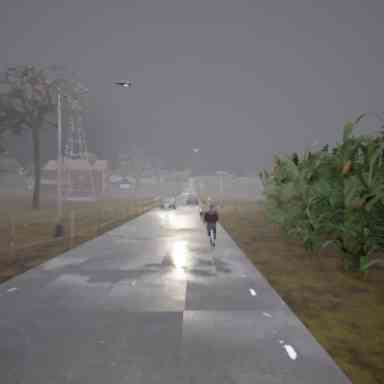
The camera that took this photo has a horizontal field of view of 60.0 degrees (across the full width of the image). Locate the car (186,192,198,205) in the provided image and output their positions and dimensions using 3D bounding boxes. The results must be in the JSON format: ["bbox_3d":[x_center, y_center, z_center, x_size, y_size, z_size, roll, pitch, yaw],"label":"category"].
[{"bbox_3d":[0.091,1.289,55.132,2.128,1.511,4.902,0,0,0],"label":"car"}]

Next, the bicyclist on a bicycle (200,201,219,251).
[{"bbox_3d":[0.753,1.342,13.041,0.659,1.776,1.843,0,0,0],"label":"bicyclist on a bicycle"}]

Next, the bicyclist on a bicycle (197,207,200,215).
[{"bbox_3d":[0.752,1.386,21.536,0.866,1.612,1.509,0,0,0],"label":"bicyclist on a bicycle"}]

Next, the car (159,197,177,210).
[{"bbox_3d":[-2.844,1.373,39.926,2.128,1.511,4.902,0,0,0],"label":"car"}]

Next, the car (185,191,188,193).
[{"bbox_3d":[-0.010,1.190,73.894,2.128,1.511,4.902,0,1,0],"label":"car"}]
